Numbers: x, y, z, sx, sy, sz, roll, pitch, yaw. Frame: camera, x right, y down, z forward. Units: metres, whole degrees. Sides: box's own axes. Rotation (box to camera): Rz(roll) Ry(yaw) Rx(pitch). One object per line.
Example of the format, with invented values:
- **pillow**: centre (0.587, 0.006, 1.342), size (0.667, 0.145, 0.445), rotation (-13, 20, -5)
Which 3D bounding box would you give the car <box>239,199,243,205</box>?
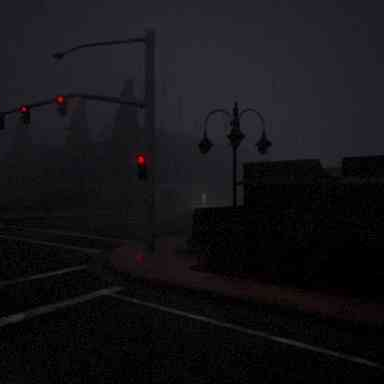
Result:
- **car**: centre (8.917, 1.461, 51.055), size (2.128, 1.511, 4.902), rotation (0, 0, 37)
